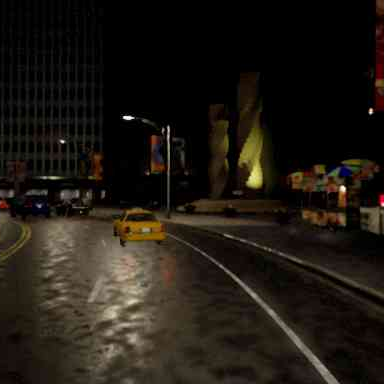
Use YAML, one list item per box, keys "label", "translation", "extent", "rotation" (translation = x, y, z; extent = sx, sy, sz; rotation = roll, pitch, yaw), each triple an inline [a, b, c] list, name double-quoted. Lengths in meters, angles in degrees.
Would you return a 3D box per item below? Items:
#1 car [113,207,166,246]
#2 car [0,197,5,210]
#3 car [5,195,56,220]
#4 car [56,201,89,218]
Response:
- label: "car"
  translation: [-2.602, 1.491, 15.522]
  extent: [1.801, 1.575, 5.366]
  rotation: [0, 0, -18]
- label: "car"
  translation: [-25.128, 1.374, 41.294]
  extent: [4.553, 1.767, 2.097]
  rotation: [0, 0, 28]
- label: "car"
  translation: [-14.032, 1.250, 28.763]
  extent: [2.150, 2.045, 5.566]
  rotation: [1, 0, -41]
- label: "car"
  translation: [-11.126, 1.536, 30.568]
  extent: [2.128, 1.511, 4.902]
  rotation: [0, 0, -40]
